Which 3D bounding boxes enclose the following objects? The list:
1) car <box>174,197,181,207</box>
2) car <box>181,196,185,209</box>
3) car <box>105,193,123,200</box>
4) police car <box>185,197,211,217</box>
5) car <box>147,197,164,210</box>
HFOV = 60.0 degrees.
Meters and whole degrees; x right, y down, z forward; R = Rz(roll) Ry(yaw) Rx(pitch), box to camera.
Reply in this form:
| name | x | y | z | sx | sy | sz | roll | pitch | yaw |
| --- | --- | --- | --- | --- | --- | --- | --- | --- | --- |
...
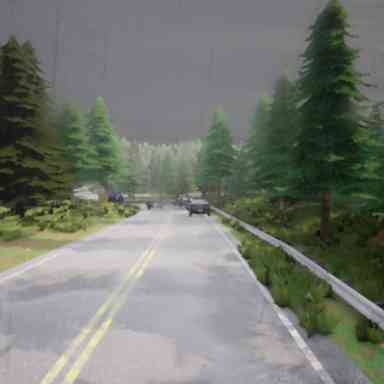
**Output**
| name | x | y | z | sx | sy | sz | roll | pitch | yaw |
| --- | --- | --- | --- | --- | --- | --- | --- | --- | --- |
| car | -1.275 | 1.364 | 47.110 | 1.812 | 1.442 | 4.674 | -2 | 1 | -18 |
| car | 0.126 | 1.359 | 40.753 | 1.882 | 1.535 | 5.008 | 0 | 0 | -7 |
| car | -15.673 | 1.349 | 64.144 | 5.566 | 2.045 | 2.150 | -2 | 3 | 32 |
| police car | 0.614 | 1.347 | 30.642 | 1.930 | 1.638 | 5.238 | 0 | 0 | -2 |
| car | -4.498 | 1.413 | 40.730 | 2.128 | 1.511 | 4.902 | 0 | 0 | -9 |
